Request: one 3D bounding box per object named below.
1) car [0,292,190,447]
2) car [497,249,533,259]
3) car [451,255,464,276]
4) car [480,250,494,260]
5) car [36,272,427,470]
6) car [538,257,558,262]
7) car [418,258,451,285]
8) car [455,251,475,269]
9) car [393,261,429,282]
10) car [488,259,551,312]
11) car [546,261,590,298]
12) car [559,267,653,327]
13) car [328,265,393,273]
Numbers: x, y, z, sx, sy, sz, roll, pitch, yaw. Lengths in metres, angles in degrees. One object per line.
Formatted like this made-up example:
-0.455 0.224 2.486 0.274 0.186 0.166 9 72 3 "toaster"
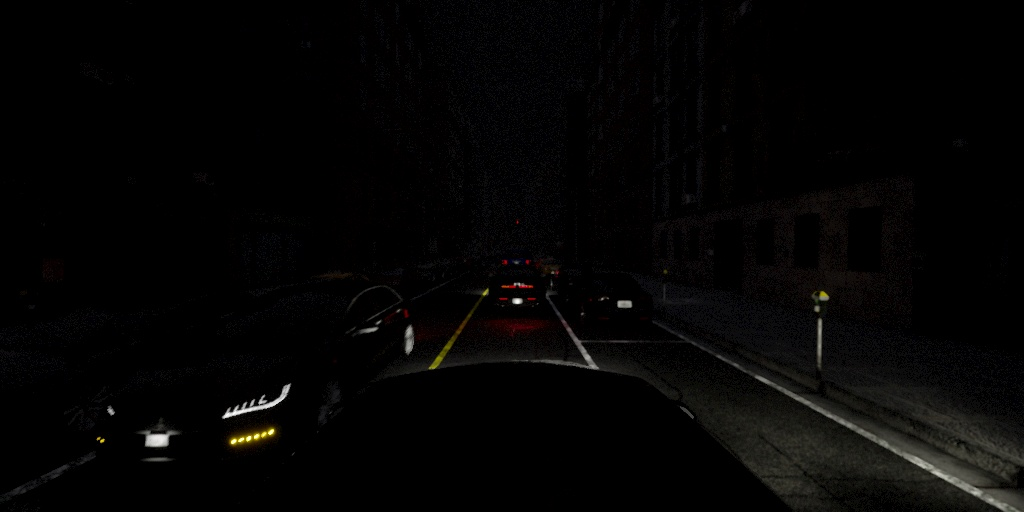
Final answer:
-5.366 1.244 5.326 1.948 1.339 4.313 0 0 1 "car"
0.324 0.509 25.554 2.150 2.045 5.566 0 1 1 "car"
-5.152 0.806 26.973 2.007 1.370 4.403 0 0 1 "car"
-4.784 0.064 64.253 2.007 1.370 4.403 0 0 1 "car"
-2.827 1.184 5.303 1.837 1.490 4.892 0 1 1 "car"
2.874 0.786 27.055 1.751 1.417 4.829 0 0 1 "car"
-5.205 0.913 21.561 2.007 1.370 4.403 0 0 1 "car"
-5.045 0.355 37.796 2.192 1.841 5.009 0 0 1 "car"
-5.259 1.051 16.150 1.802 1.307 4.207 0 0 1 "car"
0.194 1.037 13.006 1.837 1.490 4.892 0 1 1 "car"
2.766 1.040 16.061 1.948 1.339 4.313 0 0 1 "car"
2.712 1.144 10.650 1.948 1.339 4.313 0 0 1 "car"
-5.314 1.099 10.568 1.751 1.417 4.829 0 0 1 "car"
